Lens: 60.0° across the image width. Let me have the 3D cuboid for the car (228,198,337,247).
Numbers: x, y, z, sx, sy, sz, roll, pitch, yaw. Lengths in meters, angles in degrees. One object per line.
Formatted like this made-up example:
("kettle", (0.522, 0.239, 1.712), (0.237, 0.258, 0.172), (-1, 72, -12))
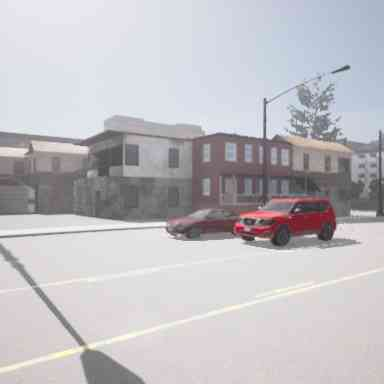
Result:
("car", (4.633, 1.312, 15.846), (5.566, 2.045, 2.150), (1, -1, -35))

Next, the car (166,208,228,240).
("car", (0.851, 1.583, 17.455), (4.674, 1.442, 1.812), (1, -1, -35))
